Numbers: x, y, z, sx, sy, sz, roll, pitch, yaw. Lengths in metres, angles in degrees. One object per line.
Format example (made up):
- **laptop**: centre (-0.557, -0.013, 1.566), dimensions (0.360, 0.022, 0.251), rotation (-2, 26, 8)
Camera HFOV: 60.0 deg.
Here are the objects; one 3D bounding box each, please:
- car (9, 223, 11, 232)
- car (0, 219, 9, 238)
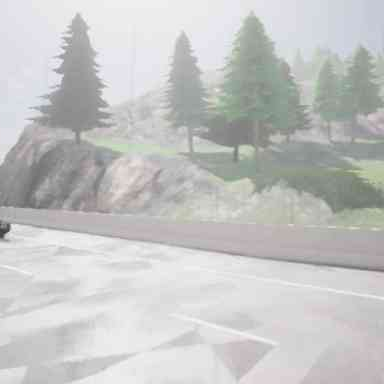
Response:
- **car**: centre (-11.473, 1.774, 17.687), dimensions (4.718, 1.301, 1.895), rotation (0, -1, 42)
- **car**: centre (-7.940, 1.322, 10.145), dimensions (5.566, 2.045, 2.150), rotation (0, 0, 40)
